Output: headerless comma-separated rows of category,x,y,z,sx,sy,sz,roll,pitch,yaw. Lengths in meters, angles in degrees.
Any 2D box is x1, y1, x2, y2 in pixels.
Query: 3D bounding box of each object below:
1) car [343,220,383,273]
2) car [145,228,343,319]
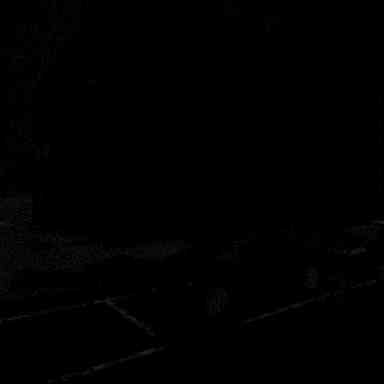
car,5.632,1.581,10.577,4.206,1.307,1.802,0,0,-36
car,1.141,1.545,7.359,4.507,1.381,1.887,0,0,-36
